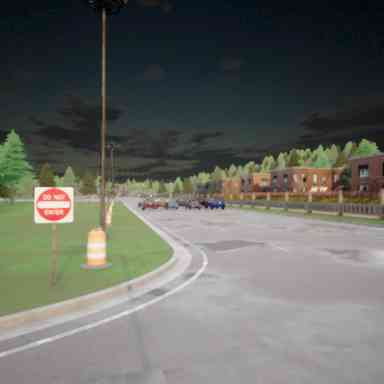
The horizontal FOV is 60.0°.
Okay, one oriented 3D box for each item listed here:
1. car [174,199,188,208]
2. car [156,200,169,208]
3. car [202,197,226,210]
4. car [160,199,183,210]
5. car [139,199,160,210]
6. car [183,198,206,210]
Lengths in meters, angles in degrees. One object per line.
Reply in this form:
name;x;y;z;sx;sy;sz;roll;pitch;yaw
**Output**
car;-2.155;2.160;62.883;1.837;1.490;4.892;0;-1;-13
car;-5.563;2.201;62.086;1.994;1.385;4.181;0;-1;-13
car;3.714;1.793;53.357;2.150;2.045;5.566;0;-1;-12
car;-3.325;2.093;52.757;2.033;1.411;5.357;0;-1;-13
car;-6.657;1.876;51.617;2.097;1.767;4.553;0;-1;-13
car;0.168;2.107;53.172;2.033;1.411;5.357;0;-1;-13
